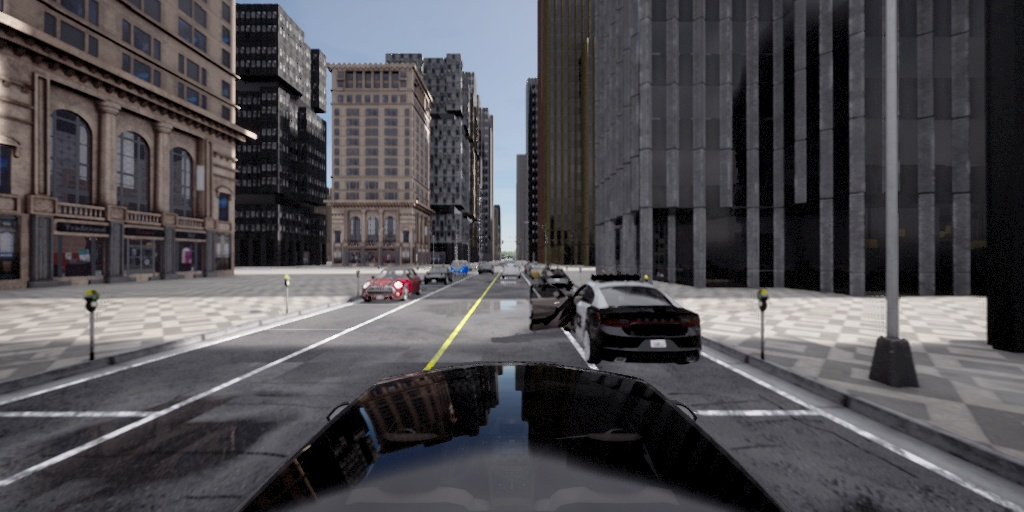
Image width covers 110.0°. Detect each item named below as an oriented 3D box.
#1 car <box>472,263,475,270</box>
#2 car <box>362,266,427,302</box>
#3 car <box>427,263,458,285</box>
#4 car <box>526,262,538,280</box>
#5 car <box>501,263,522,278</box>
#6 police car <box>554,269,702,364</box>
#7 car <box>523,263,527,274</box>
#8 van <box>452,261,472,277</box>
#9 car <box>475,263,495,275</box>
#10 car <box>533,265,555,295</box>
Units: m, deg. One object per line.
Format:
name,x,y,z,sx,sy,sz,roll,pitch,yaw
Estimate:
car,-5.954,1.722,57.242,2.007,1.370,4.403,0,0,0
car,-5.817,1.319,17.756,1.967,1.591,4.097,0,0,0
car,-5.856,1.532,29.038,1.948,1.339,4.313,0,0,0
car,2.649,1.532,34.880,1.751,1.417,4.829,0,0,0
car,-0.048,1.553,37.409,1.812,1.442,4.674,0,-1,0
police car,2.346,1.228,8.358,1.930,1.638,5.238,0,0,0
car,2.630,1.598,40.350,2.007,1.370,4.403,0,0,0
van,-5.895,1.390,40.319,1.690,1.789,3.998,0,0,0
car,-3.178,1.590,45.025,1.837,1.490,4.892,0,-1,0
car,2.689,1.487,23.428,1.948,1.339,4.313,0,0,0
